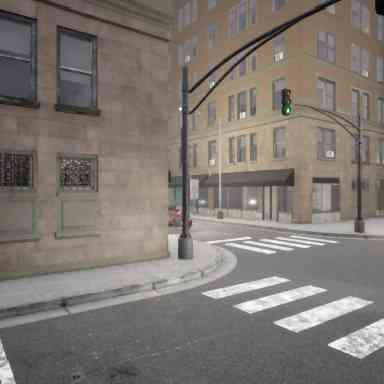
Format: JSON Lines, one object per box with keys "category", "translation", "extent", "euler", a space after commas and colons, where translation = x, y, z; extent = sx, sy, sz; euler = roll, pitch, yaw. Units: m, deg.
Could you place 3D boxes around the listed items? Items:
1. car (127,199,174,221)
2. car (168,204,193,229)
{"category": "car", "translation": [-3.470, 1.383, 27.136], "extent": [1.812, 1.442, 4.674], "euler": [0, 0, -36]}
{"category": "car", "translation": [-1.868, 1.427, 19.848], "extent": [1.812, 1.442, 4.674], "euler": [0, 0, -36]}
